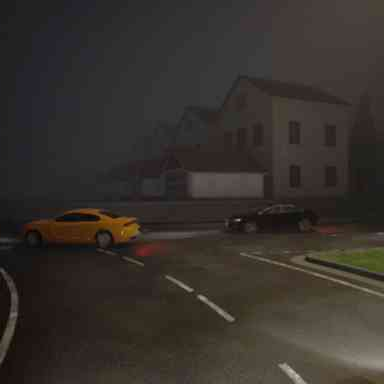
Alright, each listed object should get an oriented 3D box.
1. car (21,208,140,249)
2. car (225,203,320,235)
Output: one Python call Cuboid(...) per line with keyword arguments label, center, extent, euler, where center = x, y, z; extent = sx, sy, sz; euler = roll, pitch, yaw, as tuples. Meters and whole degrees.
Cuboid(label="car", center=(-4.719, 1.462, 14.149), extent=(5.008, 1.535, 1.882), euler=(0, 1, 9))
Cuboid(label="car", center=(4.220, 1.344, 17.575), extent=(4.902, 1.511, 2.128), euler=(-1, 0, -9))
